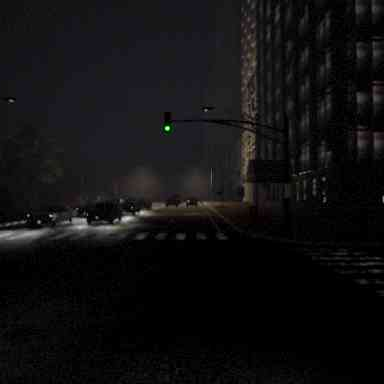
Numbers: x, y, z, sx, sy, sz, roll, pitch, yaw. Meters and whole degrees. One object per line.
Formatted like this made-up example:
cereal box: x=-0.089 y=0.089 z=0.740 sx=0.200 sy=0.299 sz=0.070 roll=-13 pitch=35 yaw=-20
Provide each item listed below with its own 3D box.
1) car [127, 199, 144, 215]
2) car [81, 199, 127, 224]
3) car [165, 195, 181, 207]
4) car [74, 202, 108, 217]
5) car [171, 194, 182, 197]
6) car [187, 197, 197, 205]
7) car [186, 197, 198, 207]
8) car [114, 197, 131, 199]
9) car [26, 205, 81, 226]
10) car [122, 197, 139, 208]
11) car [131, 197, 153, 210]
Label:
car: x=-6.556 y=1.656 z=34.683 sx=1.895 sy=1.301 sz=4.718 roll=0 pitch=0 yaw=1
car: x=-6.580 y=1.536 z=25.427 sx=1.837 sy=1.490 sz=4.892 roll=0 pitch=0 yaw=0
car: x=-3.237 y=1.613 z=53.858 sx=1.882 sy=1.535 sz=5.008 roll=0 pitch=0 yaw=0
car: x=-9.813 y=1.650 z=32.791 sx=1.895 sy=1.301 sz=4.718 roll=0 pitch=0 yaw=1
car: x=-3.235 y=1.421 z=64.311 sx=2.150 sy=2.045 sz=5.566 roll=0 pitch=0 yaw=0
car: x=0.015 y=1.674 z=64.277 sx=1.882 sy=1.535 sz=5.008 roll=0 pitch=0 yaw=0
car: x=0.013 y=1.683 z=53.857 sx=2.033 sy=1.411 sz=5.357 roll=0 pitch=0 yaw=0
car: x=-9.749 y=1.576 z=42.822 sx=2.128 sy=1.511 sz=4.902 roll=0 pitch=0 yaw=0
car: x=-9.836 y=1.629 z=23.624 sx=1.895 sy=1.301 sz=4.718 roll=0 pitch=0 yaw=0
car: x=-9.737 y=1.609 z=53.096 sx=1.882 sy=1.535 sz=5.008 roll=0 pitch=0 yaw=0
car: x=-6.489 y=1.585 z=45.154 sx=2.128 sy=1.511 sz=4.902 roll=0 pitch=0 yaw=0
